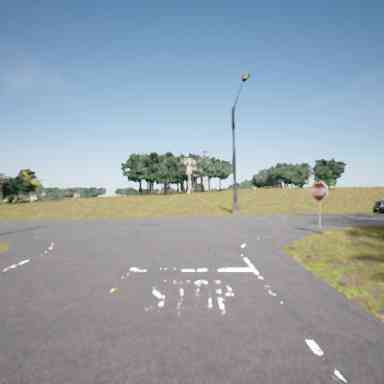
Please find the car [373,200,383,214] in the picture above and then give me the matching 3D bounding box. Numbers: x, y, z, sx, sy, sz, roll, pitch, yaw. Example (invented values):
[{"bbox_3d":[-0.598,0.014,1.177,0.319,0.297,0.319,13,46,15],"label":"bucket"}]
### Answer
[{"bbox_3d":[17.558,0.870,26.639,5.566,2.045,2.150,-2,-2,-1],"label":"car"}]
